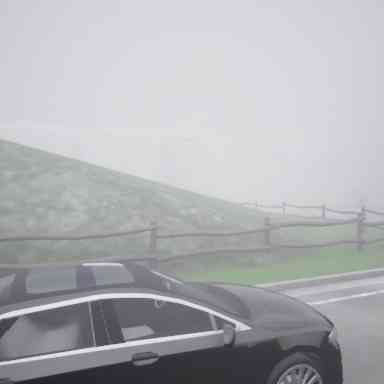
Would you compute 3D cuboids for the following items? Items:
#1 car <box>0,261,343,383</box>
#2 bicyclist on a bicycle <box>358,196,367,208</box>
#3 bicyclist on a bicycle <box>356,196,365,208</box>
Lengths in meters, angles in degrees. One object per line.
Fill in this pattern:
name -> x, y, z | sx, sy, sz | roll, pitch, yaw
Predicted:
car -> -0.739, 1.492, 3.285 | 4.902, 1.511, 2.128 | 0, 0, -24
bicyclist on a bicycle -> 22.699, 1.302, 43.853 | 1.656, 1.620, 0.582 | 0, 0, -44
bicyclist on a bicycle -> 22.389, 1.302, 44.172 | 1.656, 1.620, 0.582 | 0, 0, -44
